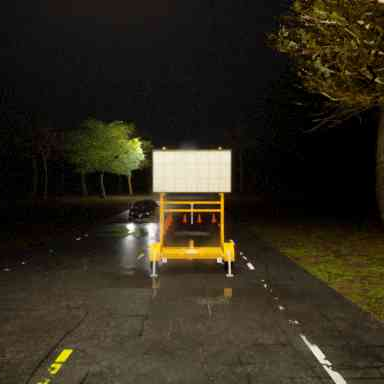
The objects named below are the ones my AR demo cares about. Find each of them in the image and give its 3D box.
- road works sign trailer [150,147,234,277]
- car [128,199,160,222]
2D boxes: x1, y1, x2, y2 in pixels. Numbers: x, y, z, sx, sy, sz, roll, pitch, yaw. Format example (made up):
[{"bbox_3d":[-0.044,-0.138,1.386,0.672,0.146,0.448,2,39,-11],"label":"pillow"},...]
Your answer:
[{"bbox_3d":[0.000,0.433,10.157,2.380,3.560,2.880,0,0,0],"label":"road works sign trailer"},{"bbox_3d":[-3.501,1.339,24.803,1.837,1.490,4.892,0,1,0],"label":"car"}]
